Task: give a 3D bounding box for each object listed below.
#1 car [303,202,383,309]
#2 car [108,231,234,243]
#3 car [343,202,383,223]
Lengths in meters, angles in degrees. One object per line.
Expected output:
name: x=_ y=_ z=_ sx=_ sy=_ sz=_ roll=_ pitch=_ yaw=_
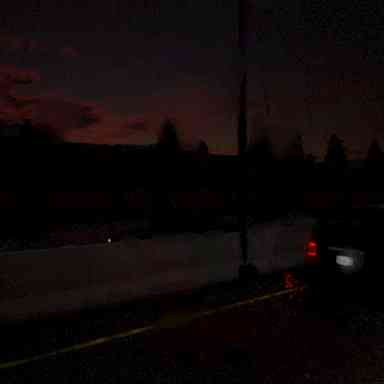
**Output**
car: x=4.742 y=1.239 z=7.127 sx=5.566 sy=2.045 sz=2.150 roll=0 pitch=0 yaw=-36
car: x=-0.378 y=1.560 z=12.319 sx=5.357 sy=1.411 sz=2.033 roll=0 pitch=0 yaw=-35
car: x=14.501 y=1.589 z=27.116 sx=4.892 sy=1.490 sz=1.837 roll=0 pitch=0 yaw=-35
